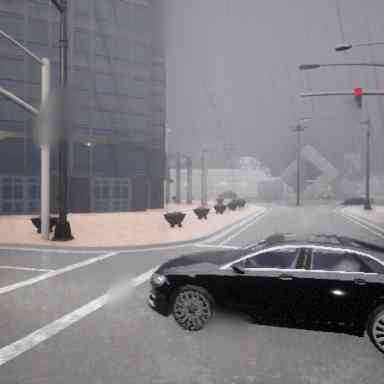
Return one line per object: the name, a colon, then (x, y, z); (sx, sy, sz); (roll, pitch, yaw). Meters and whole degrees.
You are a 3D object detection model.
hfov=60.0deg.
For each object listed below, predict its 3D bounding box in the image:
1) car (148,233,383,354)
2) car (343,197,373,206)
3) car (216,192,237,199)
car: (1.674, 1.481, 5.685); (4.902, 1.511, 2.128); (0, 0, 17)
car: (25.989, 1.474, 52.150); (4.181, 1.385, 1.994); (0, 0, 1)
car: (9.419, 0.909, 90.351); (5.566, 2.045, 2.150); (0, 0, -10)
